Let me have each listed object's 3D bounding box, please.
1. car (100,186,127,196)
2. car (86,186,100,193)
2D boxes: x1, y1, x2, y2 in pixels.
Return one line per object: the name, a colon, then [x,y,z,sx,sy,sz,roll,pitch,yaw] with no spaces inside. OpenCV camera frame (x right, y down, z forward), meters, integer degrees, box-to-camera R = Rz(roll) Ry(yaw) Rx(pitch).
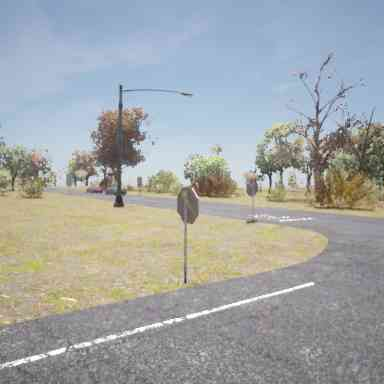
car: [-11.997,-0.189,52.167,2.033,1.411,5.357,0,2,-36]
car: [-17.607,-0.482,59.948,1.994,1.385,4.181,0,2,-36]
